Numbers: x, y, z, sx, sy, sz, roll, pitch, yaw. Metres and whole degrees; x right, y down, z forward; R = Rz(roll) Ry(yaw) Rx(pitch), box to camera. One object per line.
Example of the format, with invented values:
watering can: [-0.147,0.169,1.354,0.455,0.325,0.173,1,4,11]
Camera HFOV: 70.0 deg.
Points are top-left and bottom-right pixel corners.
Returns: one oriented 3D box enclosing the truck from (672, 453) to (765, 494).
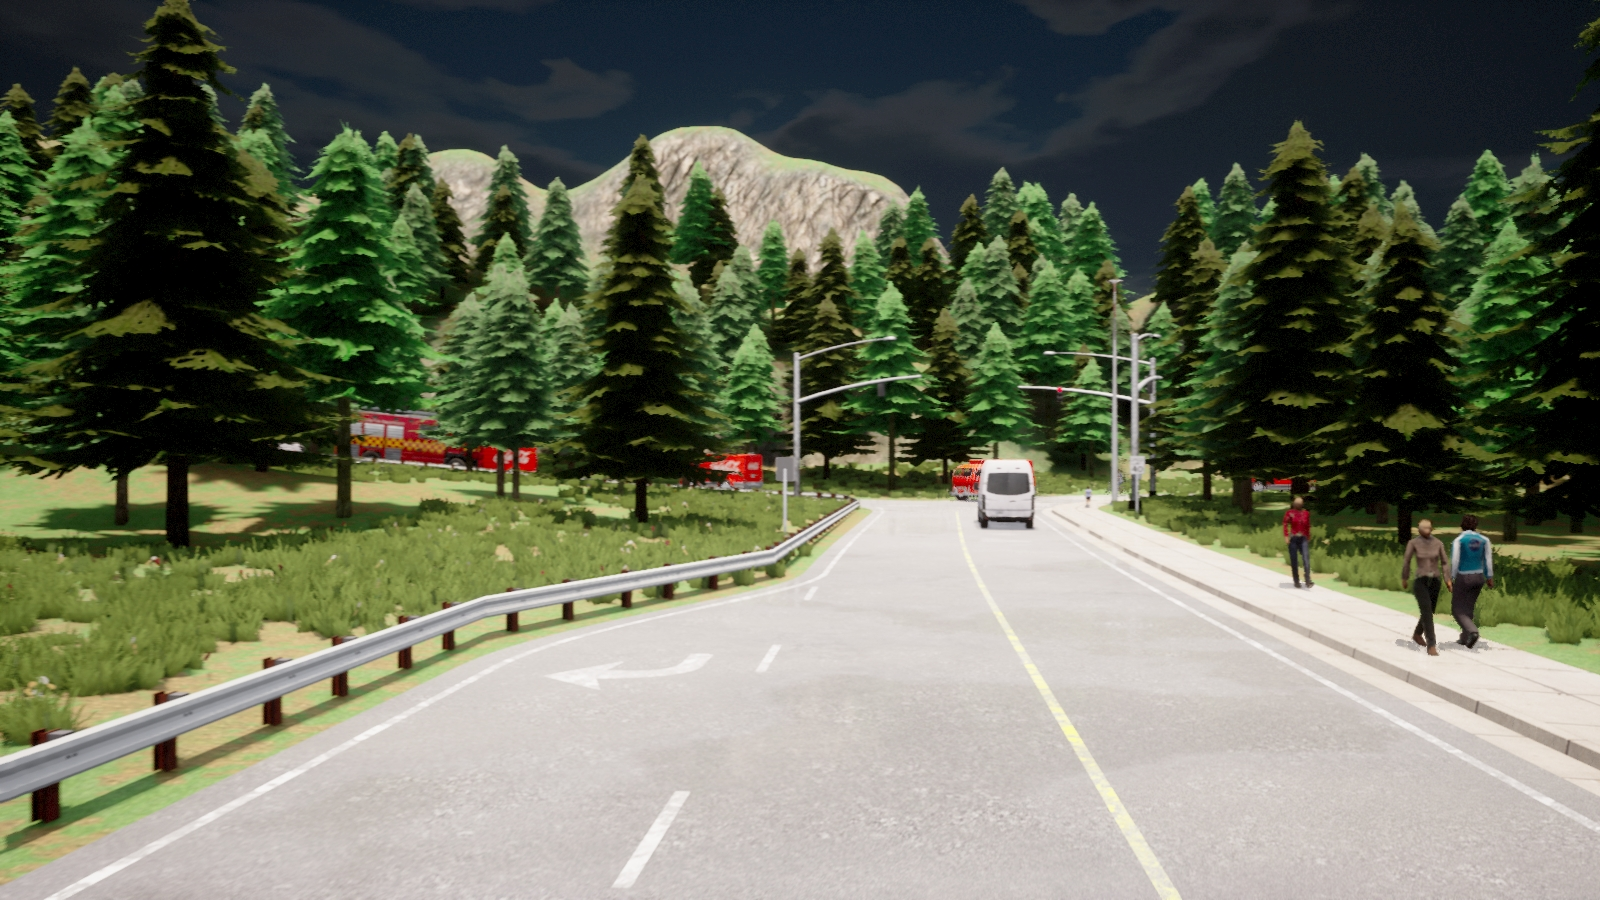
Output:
truck: [-5.151,1.455,72.230,5.204,2.467,2.627,0,0,29]

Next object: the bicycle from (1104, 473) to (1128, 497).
bicycle: [20.797,2.283,75.118,1.643,1.496,0.373,0,0,-25]

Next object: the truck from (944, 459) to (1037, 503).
truck: [11.403,1.785,68.191,5.204,2.467,2.627,0,0,-38]

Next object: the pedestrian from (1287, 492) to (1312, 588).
pedestrian: [9.778,1.751,22.365,0.375,1.860,0.375,0,0,9]

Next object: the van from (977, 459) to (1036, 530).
van: [8.008,1.660,44.727,1.988,2.561,5.915,0,0,7]

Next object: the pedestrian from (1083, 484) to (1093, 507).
pedestrian: [14.192,2.241,56.294,0.500,1.100,0.500,0,0,17]

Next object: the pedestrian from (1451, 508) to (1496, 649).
pedestrian: [9.085,1.729,15.418,0.375,1.860,0.375,0,0,1]

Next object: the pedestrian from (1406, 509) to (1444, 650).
pedestrian: [8.419,1.730,15.394,0.375,1.860,0.375,0,0,15]
